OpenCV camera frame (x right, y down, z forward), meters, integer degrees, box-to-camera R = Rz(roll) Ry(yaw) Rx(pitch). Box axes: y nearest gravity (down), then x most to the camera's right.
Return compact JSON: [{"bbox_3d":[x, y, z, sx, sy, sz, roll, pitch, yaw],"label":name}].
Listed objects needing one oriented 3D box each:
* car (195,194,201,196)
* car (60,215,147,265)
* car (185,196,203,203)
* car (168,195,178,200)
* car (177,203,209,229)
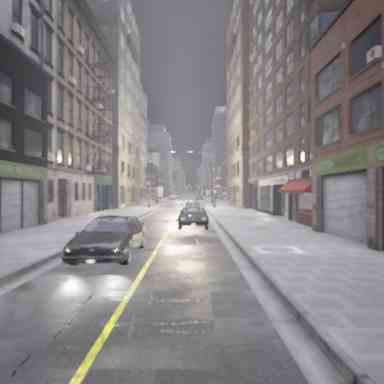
[{"bbox_3d":[2.326,1.715,94.250,1.947,1.339,4.313,0,0,0],"label":"car"},{"bbox_3d":[-2.796,1.544,11.888,2.033,1.411,5.357,0,0,0],"label":"car"},{"bbox_3d":[0.095,1.566,42.177,2.033,1.411,5.357,0,0,0],"label":"car"},{"bbox_3d":[-5.699,1.590,94.259,1.967,1.590,4.097,0,0,0],"label":"car"},{"bbox_3d":[0.085,1.600,21.559,1.895,1.301,4.718,0,0,0],"label":"car"}]
